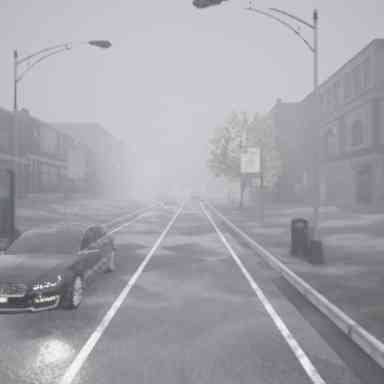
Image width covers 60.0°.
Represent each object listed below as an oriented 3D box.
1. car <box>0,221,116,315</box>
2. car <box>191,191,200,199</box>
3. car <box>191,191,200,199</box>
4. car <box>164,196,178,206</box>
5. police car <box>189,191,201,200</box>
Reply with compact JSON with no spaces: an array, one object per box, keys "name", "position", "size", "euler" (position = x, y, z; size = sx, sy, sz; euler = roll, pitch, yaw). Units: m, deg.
[{"name":"car","position":[-3.102,1.508,7.862],"size":[1.837,1.490,4.892],"euler":[0,0,0]},{"name":"car","position":[0.887,0.707,82.153],"size":[2.150,2.045,5.566],"euler":[0,0,0]},{"name":"car","position":[0.886,0.676,88.154],"size":[2.150,2.045,5.566],"euler":[0,0,0]},{"name":"car","position":[-3.087,1.301,49.443],"size":[2.033,1.411,5.357],"euler":[0,1,0]},{"name":"police car","position":[0.888,0.971,72.231],"size":[1.930,1.638,5.238],"euler":[0,0,0]}]
